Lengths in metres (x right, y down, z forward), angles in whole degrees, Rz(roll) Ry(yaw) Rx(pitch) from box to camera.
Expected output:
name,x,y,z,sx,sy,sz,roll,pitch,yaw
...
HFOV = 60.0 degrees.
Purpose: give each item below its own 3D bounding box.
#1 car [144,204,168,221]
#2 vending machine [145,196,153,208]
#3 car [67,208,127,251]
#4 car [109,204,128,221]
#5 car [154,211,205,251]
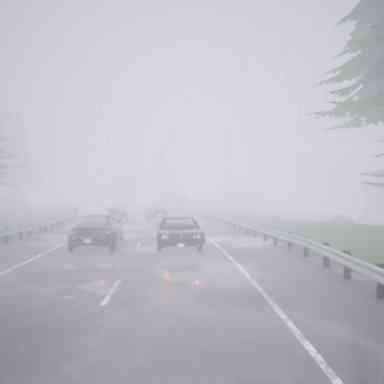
name,x,y,z,sx,sy,sz,roll,pitch,yaw
car,-3.281,1.818,30.509,1.812,1.442,4.674,0,0,-13
vending machine,-7.342,1.739,56.824,1.100,2.100,0.880,0,-1,-25
car,-4.151,1.668,14.700,1.812,1.442,4.674,0,0,-6
car,-6.690,1.812,29.714,1.812,1.442,4.674,0,0,-13
car,-0.634,1.743,14.780,1.895,1.301,4.718,0,-1,-6
